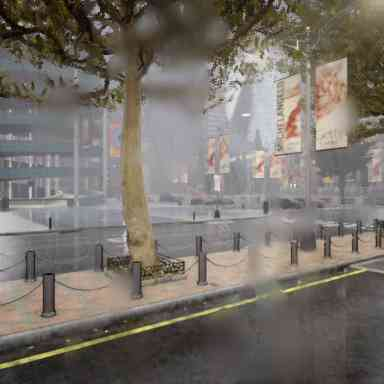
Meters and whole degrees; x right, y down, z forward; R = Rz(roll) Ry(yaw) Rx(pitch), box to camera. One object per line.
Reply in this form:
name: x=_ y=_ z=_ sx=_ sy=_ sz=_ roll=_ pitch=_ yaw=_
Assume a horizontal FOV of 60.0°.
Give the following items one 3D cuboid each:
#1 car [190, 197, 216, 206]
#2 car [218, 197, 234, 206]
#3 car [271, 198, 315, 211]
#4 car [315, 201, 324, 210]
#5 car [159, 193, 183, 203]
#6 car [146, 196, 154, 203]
car: x=1.582 y=1.563 z=54.952 sx=1.994 sy=1.385 sz=4.181 roll=0 pitch=0 yaw=-36
car: x=5.195 y=1.564 z=55.935 sx=1.994 sy=1.385 sz=4.181 roll=0 pitch=0 yaw=-36
car: x=11.910 y=1.506 z=40.449 sx=1.837 sy=1.490 sz=4.892 roll=0 pitch=0 yaw=-35
car: x=14.517 y=1.477 z=42.826 sx=1.882 sy=1.535 sz=5.008 roll=0 pitch=0 yaw=-35
car: x=-4.342 y=1.216 z=68.373 sx=2.150 sy=2.045 sz=5.566 roll=0 pitch=1 yaw=-45
car: x=-9.969 y=1.492 z=68.608 sx=4.902 sy=1.511 sz=2.128 roll=0 pitch=0 yaw=37
